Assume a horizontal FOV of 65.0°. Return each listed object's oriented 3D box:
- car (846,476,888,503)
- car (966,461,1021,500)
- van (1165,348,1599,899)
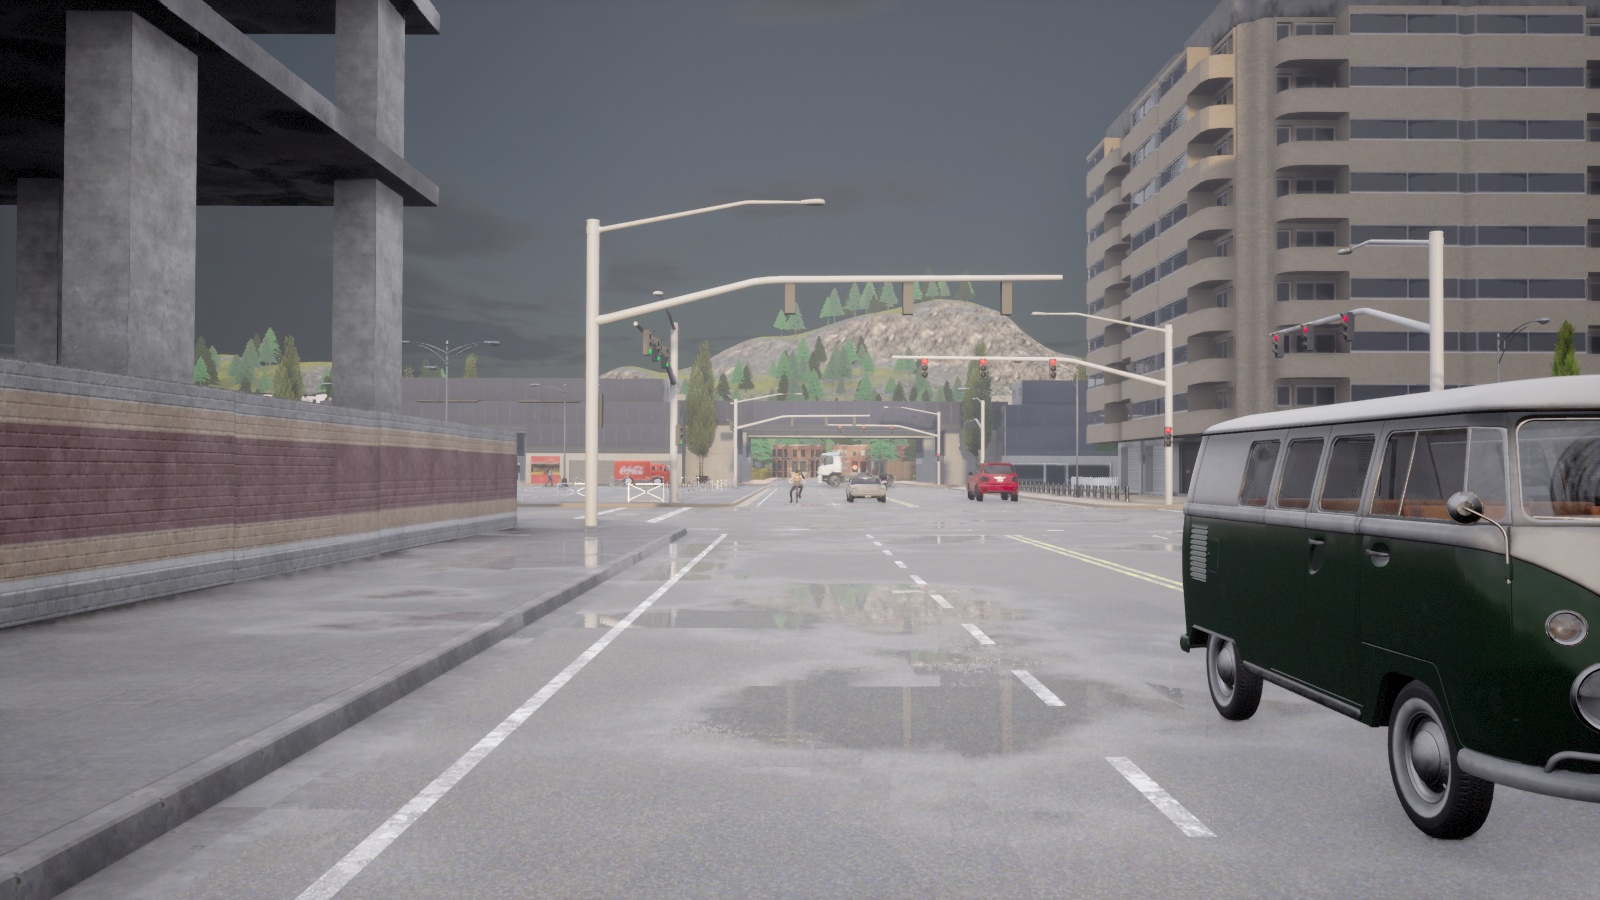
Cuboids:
[{"bbox_3d":[3.361,1.973,63.964,1.895,1.301,4.718,0,-1,0],"label":"car"},{"bbox_3d":[10.345,1.624,67.551,2.150,2.045,5.566,0,-1,0],"label":"car"},{"bbox_3d":[3.485,0.665,6.680,1.775,1.987,4.442,0,-1,0],"label":"van"}]
